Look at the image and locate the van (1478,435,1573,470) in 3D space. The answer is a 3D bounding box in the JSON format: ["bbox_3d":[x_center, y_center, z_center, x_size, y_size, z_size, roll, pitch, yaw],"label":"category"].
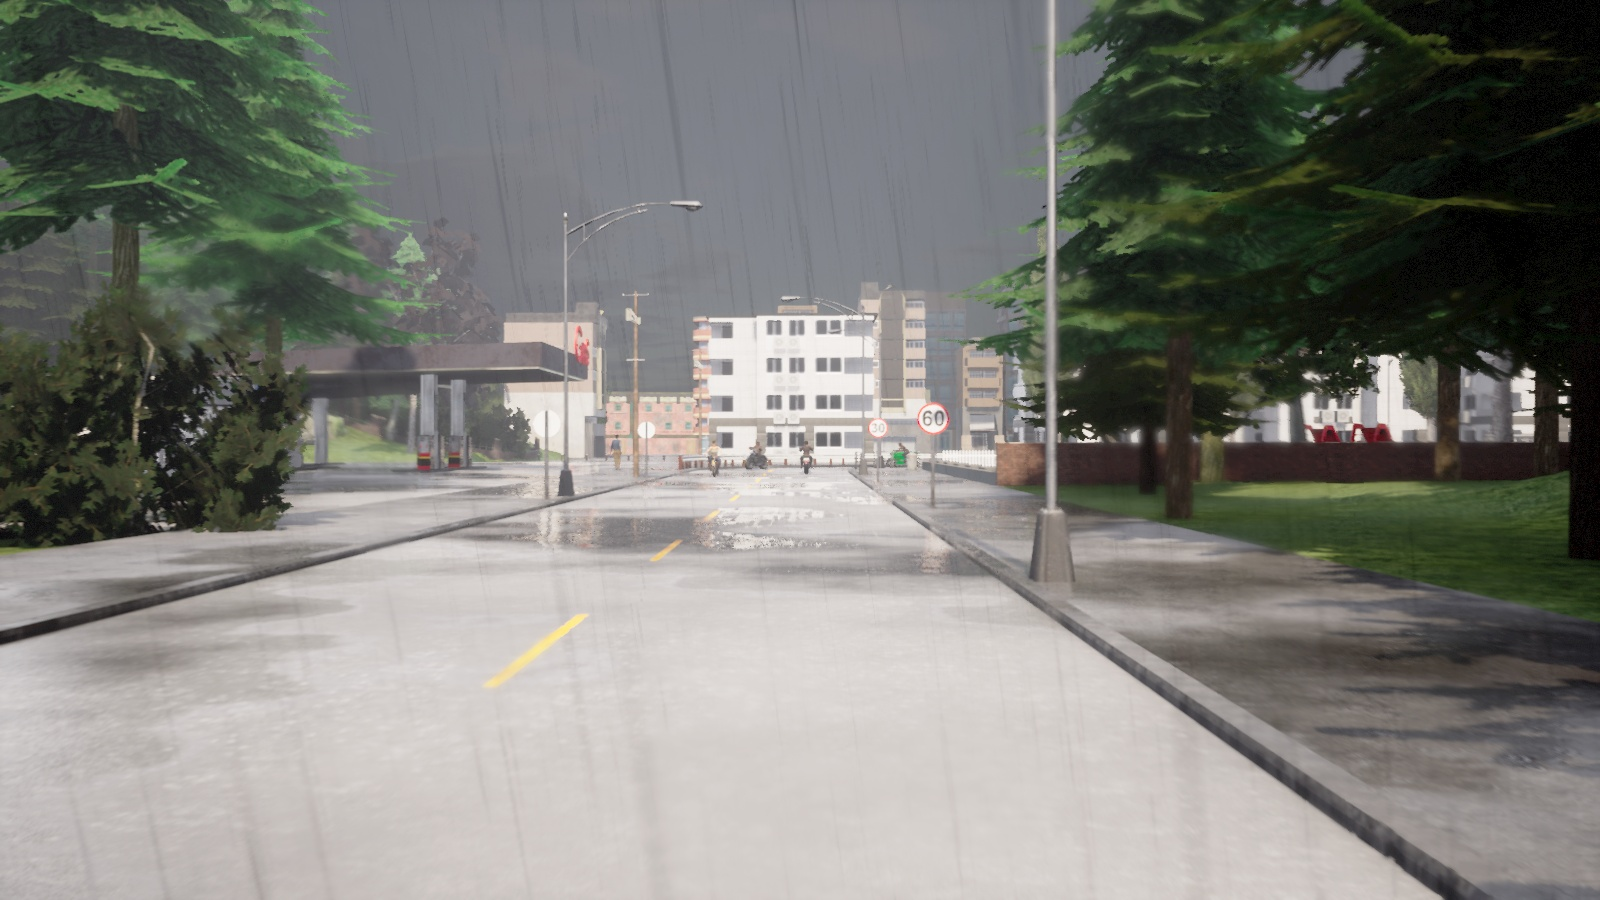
[{"bbox_3d":[41.926,0.123,72.624,4.442,1.987,1.775,0,0,0],"label":"van"}]

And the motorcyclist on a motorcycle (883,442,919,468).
[{"bbox_3d":[6.147,0.304,76.480,2.044,1.523,0.797,0,1,-9],"label":"motorcyclist on a motorcycle"}]

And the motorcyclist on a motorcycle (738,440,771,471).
[{"bbox_3d":[-2.500,0.305,69.500,0.766,1.649,2.350,1,1,27],"label":"motorcyclist on a motorcycle"}]

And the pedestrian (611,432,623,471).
[{"bbox_3d":[-9.189,0.094,62.999,0.423,1.949,0.788,0,0,6],"label":"pedestrian"}]
